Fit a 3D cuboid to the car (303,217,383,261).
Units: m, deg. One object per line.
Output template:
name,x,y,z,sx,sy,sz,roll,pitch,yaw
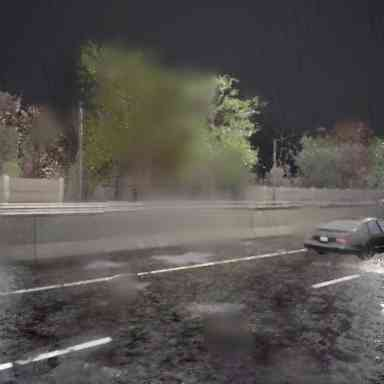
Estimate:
car,6.564,1.682,12.826,5.357,1.411,2.033,1,0,-35
